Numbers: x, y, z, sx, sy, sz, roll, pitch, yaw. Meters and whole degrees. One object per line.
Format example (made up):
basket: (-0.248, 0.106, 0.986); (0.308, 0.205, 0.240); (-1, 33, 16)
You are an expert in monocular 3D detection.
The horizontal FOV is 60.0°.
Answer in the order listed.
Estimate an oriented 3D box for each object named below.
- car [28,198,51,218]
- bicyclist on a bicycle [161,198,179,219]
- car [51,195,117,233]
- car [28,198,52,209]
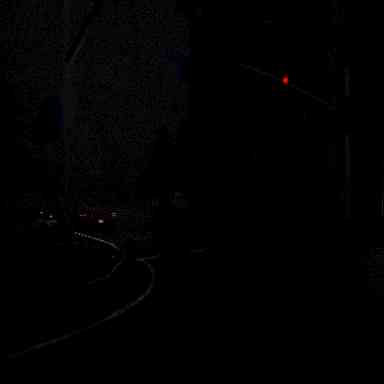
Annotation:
car: (-12.711, 1.547, 28.493); (2.033, 1.411, 5.357); (0, 0, -36)
bicyclist on a bicycle: (-1.728, 1.268, 26.133); (1.656, 1.620, 0.582); (0, 0, -36)
car: (-6.490, 1.218, 19.972); (2.150, 2.045, 5.566); (0, 0, -36)
car: (-21.273, 1.534, 46.400); (2.033, 1.411, 5.357); (0, 0, -36)
